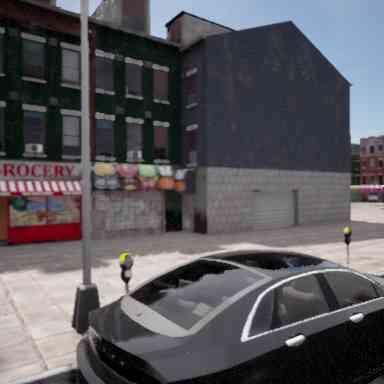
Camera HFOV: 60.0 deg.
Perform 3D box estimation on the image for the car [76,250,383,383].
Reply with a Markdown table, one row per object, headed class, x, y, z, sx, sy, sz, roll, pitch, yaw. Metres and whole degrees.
| class | x | y | z | sx | sy | sz | roll | pitch | yaw |
| --- | --- | --- | --- | --- | --- | --- | --- | --- | --- |
| car | 1.154 | 1.499 | 4.102 | 4.892 | 1.490 | 1.837 | 0 | 0 | -35 |
